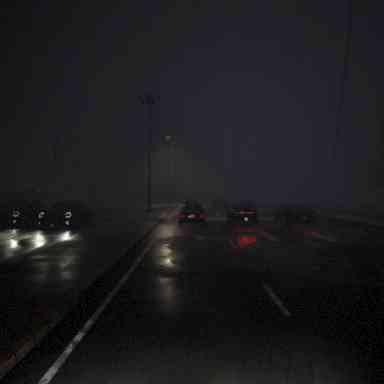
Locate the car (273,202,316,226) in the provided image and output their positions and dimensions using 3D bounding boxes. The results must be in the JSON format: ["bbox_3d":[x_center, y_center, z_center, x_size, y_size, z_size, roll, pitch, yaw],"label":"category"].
[{"bbox_3d":[7.036,1.464,23.257,1.882,1.535,5.008,0,0,1],"label":"car"}]

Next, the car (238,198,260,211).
[{"bbox_3d":[7.005,1.539,41.452,1.994,1.385,4.181,0,0,0],"label":"car"}]

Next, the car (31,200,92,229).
[{"bbox_3d":[-8.028,1.338,21.379,2.097,1.767,4.553,0,0,1],"label":"car"}]

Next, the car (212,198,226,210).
[{"bbox_3d":[3.504,1.466,41.646,2.128,1.511,4.902,0,0,0],"label":"car"}]

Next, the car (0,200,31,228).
[{"bbox_3d":[-11.522,1.338,22.190,2.097,1.767,4.553,0,0,0],"label":"car"}]

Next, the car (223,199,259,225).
[{"bbox_3d":[3.541,1.493,24.023,1.837,1.490,4.892,0,1,0],"label":"car"}]

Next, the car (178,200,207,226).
[{"bbox_3d":[0.034,1.534,22.963,2.033,1.411,5.357,0,0,1],"label":"car"}]
